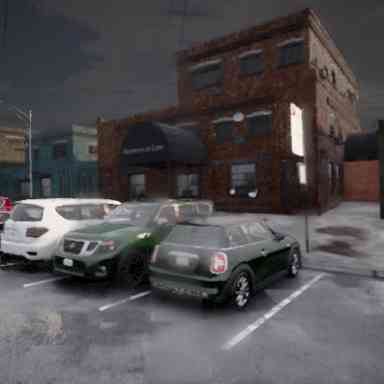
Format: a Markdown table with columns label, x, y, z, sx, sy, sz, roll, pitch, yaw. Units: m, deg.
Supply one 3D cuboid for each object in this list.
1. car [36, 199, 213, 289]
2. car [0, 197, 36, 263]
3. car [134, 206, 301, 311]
| label | x | y | z | sx | sy | sz | roll | pitch | yaw |
| --- | --- | --- | --- | --- | --- | --- | --- | --- | --- |
| car | -1.197 | 1.241 | 9.776 | 2.435 | 2.045 | 5.566 | 0 | 0 | 36 |
| car | -3.408 | 1.246 | 11.424 | 2.435 | 2.045 | 5.566 | 0 | 0 | 36 |
| car | 1.046 | 1.362 | 8.172 | 2.185 | 1.767 | 4.553 | 0 | 0 | 36 |
